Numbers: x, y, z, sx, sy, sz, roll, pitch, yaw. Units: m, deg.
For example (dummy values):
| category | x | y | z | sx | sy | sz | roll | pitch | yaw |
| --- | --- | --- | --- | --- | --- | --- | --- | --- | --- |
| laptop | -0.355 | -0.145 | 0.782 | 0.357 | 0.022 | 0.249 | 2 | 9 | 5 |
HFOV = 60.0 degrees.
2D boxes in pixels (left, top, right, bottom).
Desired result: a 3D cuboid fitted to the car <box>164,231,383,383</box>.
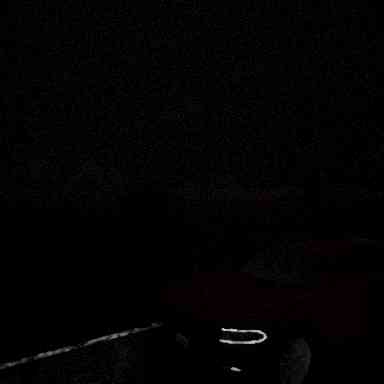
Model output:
| category | x | y | z | sx | sy | sz | roll | pitch | yaw |
| --- | --- | --- | --- | --- | --- | --- | --- | --- | --- |
| car | 1.920 | 1.453 | 5.361 | 5.008 | 1.535 | 1.882 | 0 | 0 | -35 |
